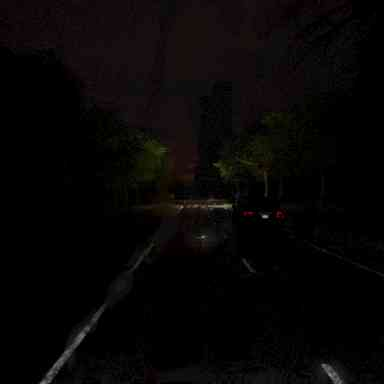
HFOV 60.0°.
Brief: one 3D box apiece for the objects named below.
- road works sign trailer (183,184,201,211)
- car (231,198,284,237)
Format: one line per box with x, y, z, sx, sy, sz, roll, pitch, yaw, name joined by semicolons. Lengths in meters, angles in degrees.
-0.008;0.742;45.818;2.380;3.560;2.880;0;0;0;road works sign trailer
3.595;1.326;19.025;2.150;2.045;5.566;0;0;0;car
